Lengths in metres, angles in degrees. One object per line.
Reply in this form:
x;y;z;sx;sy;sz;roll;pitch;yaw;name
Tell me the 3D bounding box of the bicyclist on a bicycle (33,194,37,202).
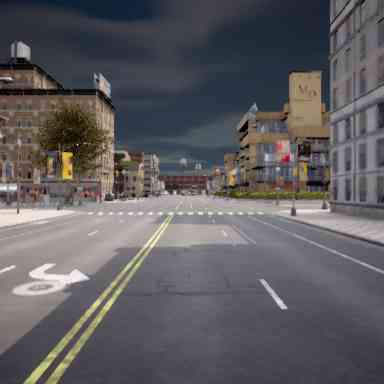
-31.493;1.275;66.786;0.582;1.620;1.656;0;0;0;bicyclist on a bicycle
